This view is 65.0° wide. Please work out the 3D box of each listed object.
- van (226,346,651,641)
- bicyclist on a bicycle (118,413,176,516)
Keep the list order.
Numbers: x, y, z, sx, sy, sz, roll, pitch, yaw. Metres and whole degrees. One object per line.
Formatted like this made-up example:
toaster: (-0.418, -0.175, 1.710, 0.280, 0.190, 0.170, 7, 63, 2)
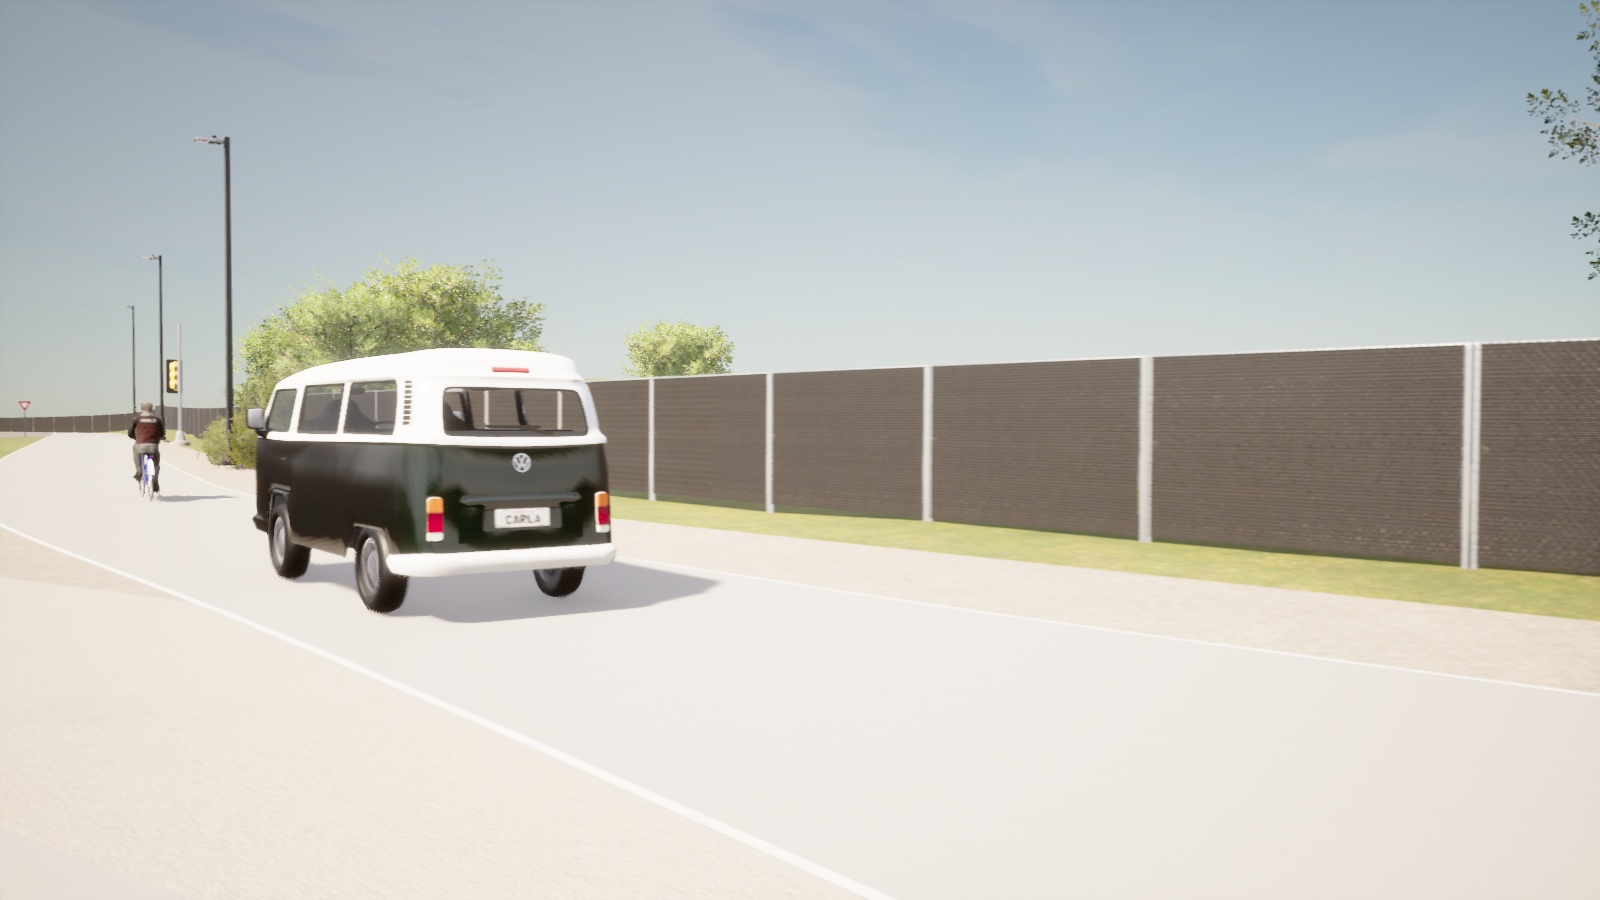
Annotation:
van: (-3.380, 0.254, 11.086, 2.069, 2.038, 4.480, -2, 2, -38)
bicyclist on a bicycle: (-11.741, 0.231, 22.555, 0.659, 1.776, 1.843, -2, 2, -35)
